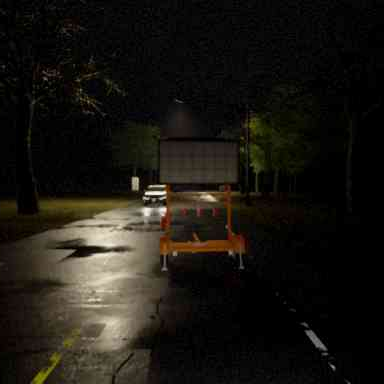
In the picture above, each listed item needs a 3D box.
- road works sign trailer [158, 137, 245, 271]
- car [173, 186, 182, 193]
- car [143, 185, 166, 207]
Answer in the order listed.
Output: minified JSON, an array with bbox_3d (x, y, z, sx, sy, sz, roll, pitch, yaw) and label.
[{"bbox_3d":[0.183,0.189,9.962,2.380,3.560,2.880,0,2,-5],"label":"road works sign trailer"},{"bbox_3d":[-3.329,-0.553,76.441,1.882,1.535,5.008,0,1,0],"label":"car"},{"bbox_3d":[-3.524,0.337,33.530,2.150,2.045,5.566,0,1,0],"label":"car"}]
